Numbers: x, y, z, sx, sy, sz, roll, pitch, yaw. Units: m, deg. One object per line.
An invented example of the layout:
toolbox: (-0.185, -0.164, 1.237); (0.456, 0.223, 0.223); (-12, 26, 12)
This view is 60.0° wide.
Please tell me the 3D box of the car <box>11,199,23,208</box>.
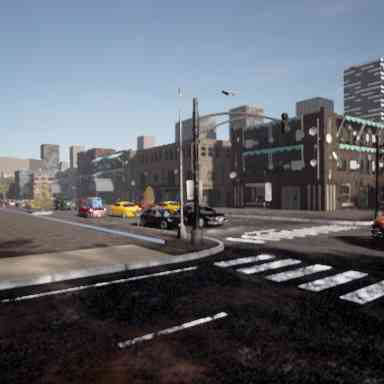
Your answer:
car: (-33.474, 2.337, 65.171); (2.008, 1.369, 4.403); (-2, 0, -37)

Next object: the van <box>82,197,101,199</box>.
van: (-16.819, 1.849, 56.901); (1.690, 1.788, 3.998); (-2, 0, -37)

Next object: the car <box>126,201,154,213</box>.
car: (-6.860, 1.910, 43.610); (1.802, 1.307, 4.206); (-2, 0, -37)

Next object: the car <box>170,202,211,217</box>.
car: (-0.227, 1.756, 34.748); (2.008, 1.369, 4.403); (-2, 0, -37)

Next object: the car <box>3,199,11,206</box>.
car: (-40.111, 2.340, 74.031); (1.967, 1.590, 4.097); (-2, 0, -37)

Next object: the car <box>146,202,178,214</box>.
car: (-3.544, 1.849, 39.179); (1.802, 1.307, 4.206); (-2, 0, -37)

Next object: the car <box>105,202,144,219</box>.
car: (-6.717, 1.790, 33.770); (1.882, 1.535, 5.008); (-1, 0, -37)

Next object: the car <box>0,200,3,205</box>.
car: (-43.426, 2.507, 78.463); (2.008, 1.369, 4.403); (-2, 0, -37)

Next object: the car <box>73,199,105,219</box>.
car: (-10.254, 1.812, 34.154); (1.967, 1.590, 4.097); (-2, 0, -37)

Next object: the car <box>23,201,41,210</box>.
car: (-26.737, 2.195, 56.172); (1.752, 1.417, 4.829); (-2, 0, -37)

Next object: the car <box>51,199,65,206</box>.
car: (-30.084, 2.304, 74.625); (1.947, 1.339, 4.313); (-2, 0, -37)

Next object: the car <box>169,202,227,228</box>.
car: (0.509, 1.680, 24.157); (1.837, 1.490, 4.892); (-1, 0, -34)

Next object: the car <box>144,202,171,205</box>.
car: (-2.493, 1.718, 33.469); (1.882, 1.535, 5.008); (-1, 0, -37)

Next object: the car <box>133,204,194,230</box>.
car: (-2.031, 1.782, 22.974); (1.947, 1.339, 4.313); (-2, 0, -37)

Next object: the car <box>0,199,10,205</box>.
car: (-46.743, 2.556, 82.892); (1.887, 1.381, 4.507); (-2, 0, -37)

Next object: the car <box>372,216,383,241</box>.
car: (9.322, 1.310, 13.532); (2.097, 1.767, 4.553); (0, 0, 2)

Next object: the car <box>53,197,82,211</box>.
car: (-19.047, 1.765, 50.373); (2.150, 2.045, 5.566); (-1, -1, -36)
